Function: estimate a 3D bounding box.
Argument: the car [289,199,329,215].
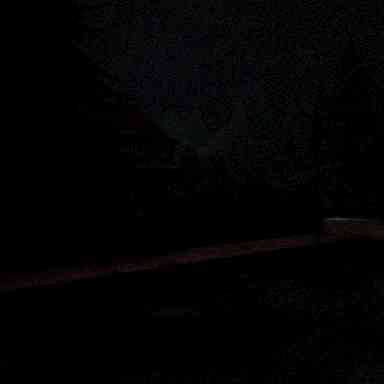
[{"bbox_3d":[9.145,1.342,28.164,1.837,1.490,4.892,0,0,-36],"label":"car"}]

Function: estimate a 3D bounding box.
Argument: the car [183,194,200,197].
[{"bbox_3d":[0.272,1.190,40.523,2.097,1.767,4.553,0,0,-36],"label":"car"}]
